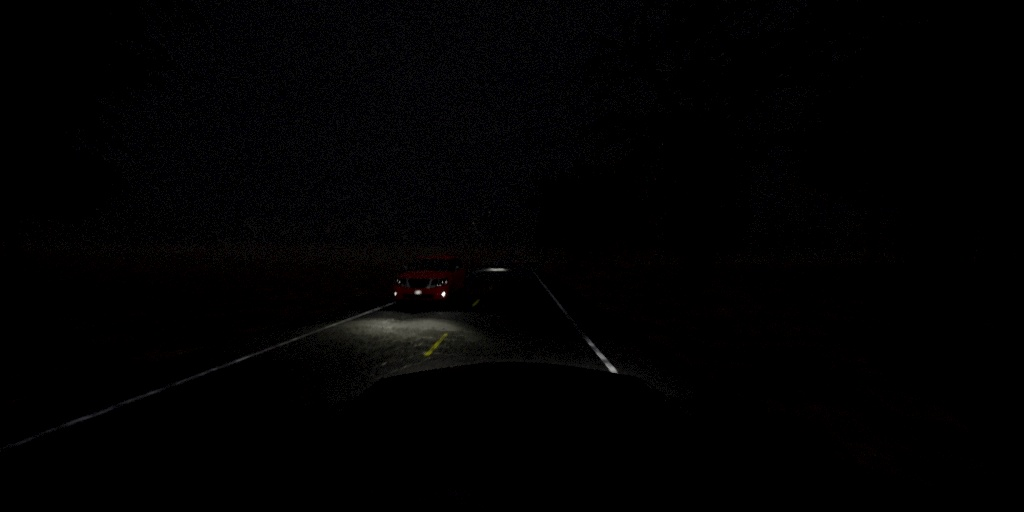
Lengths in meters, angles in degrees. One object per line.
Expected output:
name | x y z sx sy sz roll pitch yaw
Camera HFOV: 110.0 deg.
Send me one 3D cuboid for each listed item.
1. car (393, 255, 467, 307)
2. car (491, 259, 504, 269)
car | -3.374 0.974 15.897 2.150 2.045 5.566 0 0 1
car | -2.260 1.211 57.395 2.128 1.511 4.902 0 0 2
